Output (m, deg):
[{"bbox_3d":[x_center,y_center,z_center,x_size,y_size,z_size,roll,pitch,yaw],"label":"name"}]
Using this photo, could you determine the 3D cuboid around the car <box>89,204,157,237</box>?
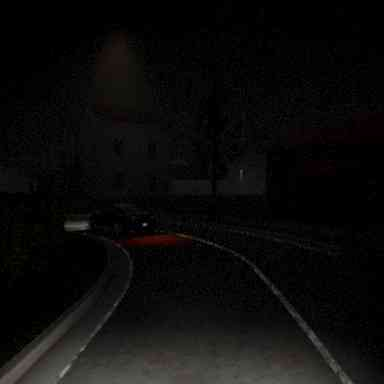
[{"bbox_3d":[-3.782,1.379,17.713,1.882,1.535,5.008,1,0,-39],"label":"car"}]
